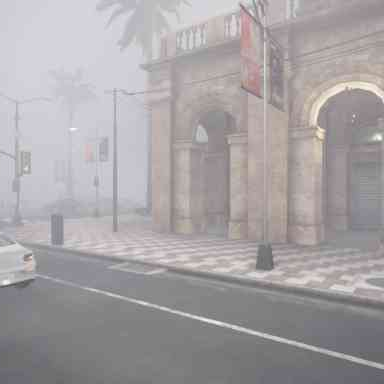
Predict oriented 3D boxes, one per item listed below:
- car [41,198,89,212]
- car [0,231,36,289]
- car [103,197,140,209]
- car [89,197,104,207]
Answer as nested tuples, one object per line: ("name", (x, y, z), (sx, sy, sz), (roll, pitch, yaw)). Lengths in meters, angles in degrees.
("car", (-14.809, 1.505, 38.287), (1.837, 1.490, 4.892), (0, 0, 36))
("car", (-5.528, 1.526, 7.901), (4.674, 1.442, 1.812), (0, 0, 36))
("car", (-9.410, 1.601, 45.822), (1.895, 1.301, 4.718), (0, 0, 36))
("car", (-13.786, 1.513, 51.035), (2.161, 1.482, 4.786), (0, 0, 35))
